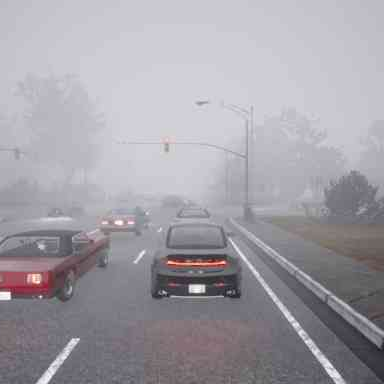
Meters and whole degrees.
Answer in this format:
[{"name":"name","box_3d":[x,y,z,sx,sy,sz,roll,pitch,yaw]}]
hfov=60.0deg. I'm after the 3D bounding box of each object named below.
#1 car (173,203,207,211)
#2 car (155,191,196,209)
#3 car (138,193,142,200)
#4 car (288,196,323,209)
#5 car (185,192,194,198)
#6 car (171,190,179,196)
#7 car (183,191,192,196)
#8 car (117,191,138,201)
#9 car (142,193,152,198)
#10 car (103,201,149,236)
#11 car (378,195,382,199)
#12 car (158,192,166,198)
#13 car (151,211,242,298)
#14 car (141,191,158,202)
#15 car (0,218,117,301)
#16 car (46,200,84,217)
[{"name":"car","box_3d":[0.076,1.495,17.703,1.895,1.301,4.718,0,0,0]},{"name":"car","box_3d":[-1.539,1.082,37.498,4.553,1.767,2.097,0,0,42]},{"name":"car","box_3d":[-10.671,0.928,68.681,1.882,1.535,5.008,0,1,-1]},{"name":"car","box_3d":[13.659,1.214,38.436,4.902,1.511,2.128,0,0,-3]},{"name":"car","box_3d":[-0.687,0.775,85.309,1.994,1.385,4.181,0,1,-4]},{"name":"car","box_3d":[-4.921,0.275,94.818,2.097,1.767,4.553,0,1,-7]},{"name":"car","box_3d":[-1.441,0.456,95.186,2.033,1.411,5.357,0,1,-7]},{"name":"car","box_3d":[-10.701,0.810,54.289,2.150,2.045,5.566,0,1,0]},{"name":"car","box_3d":[-11.033,0.871,82.041,1.895,1.301,4.718,0,1,-2]},{"name":"car","box_3d":[-3.449,1.441,17.798,2.033,1.411,5.357,0,0,-1]},{"name":"car","box_3d":[23.743,0.939,39.026,5.566,2.045,2.150,0,0,-4]},{"name":"car","box_3d":[-7.792,0.672,86.894,1.882,1.535,5.008,0,1,-3]},{"name":"car","box_3d":[0.086,1.472,8.390,1.837,1.490,4.892,0,0,0]},{"name":"car","box_3d":[-7.203,1.092,59.422,2.033,1.411,5.357,0,1,0]},{"name":"car","box_3d":[-3.415,1.570,8.209,1.895,1.301,4.718,0,0,0]},{"name":"car","box_3d":[-10.654,1.371,28.223,1.994,1.385,4.181,0,0,0]}]
